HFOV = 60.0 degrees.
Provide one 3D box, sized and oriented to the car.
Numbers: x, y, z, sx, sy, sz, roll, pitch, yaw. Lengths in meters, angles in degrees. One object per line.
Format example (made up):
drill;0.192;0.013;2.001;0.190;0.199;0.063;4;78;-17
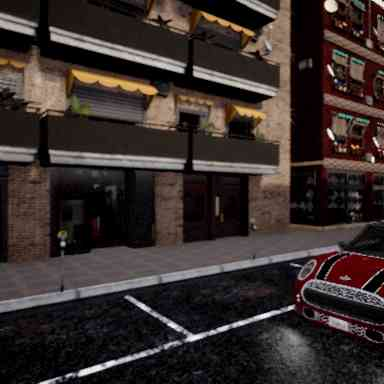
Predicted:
car;3.987;1.348;6.198;4.553;1.767;2.097;0;0;-35
